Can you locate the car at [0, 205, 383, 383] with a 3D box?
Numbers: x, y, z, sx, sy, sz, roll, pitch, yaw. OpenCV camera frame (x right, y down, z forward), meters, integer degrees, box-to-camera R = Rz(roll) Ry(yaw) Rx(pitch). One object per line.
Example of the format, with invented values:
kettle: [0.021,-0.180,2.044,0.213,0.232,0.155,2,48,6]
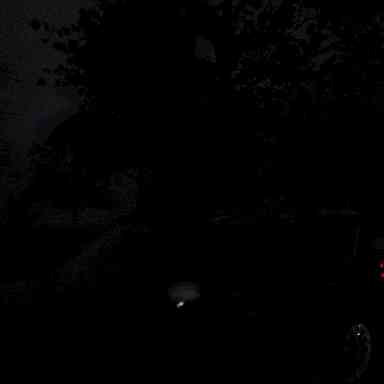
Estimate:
car: [-0.028,1.212,3.662,5.566,2.045,2.150,0,0,-35]
